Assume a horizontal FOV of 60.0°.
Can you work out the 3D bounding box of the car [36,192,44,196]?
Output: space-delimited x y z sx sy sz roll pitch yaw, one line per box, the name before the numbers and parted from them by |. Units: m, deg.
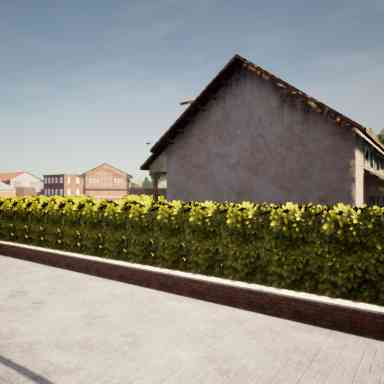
car | -31.328 0.973 68.439 3.866 1.878 1.905 0 0 35
